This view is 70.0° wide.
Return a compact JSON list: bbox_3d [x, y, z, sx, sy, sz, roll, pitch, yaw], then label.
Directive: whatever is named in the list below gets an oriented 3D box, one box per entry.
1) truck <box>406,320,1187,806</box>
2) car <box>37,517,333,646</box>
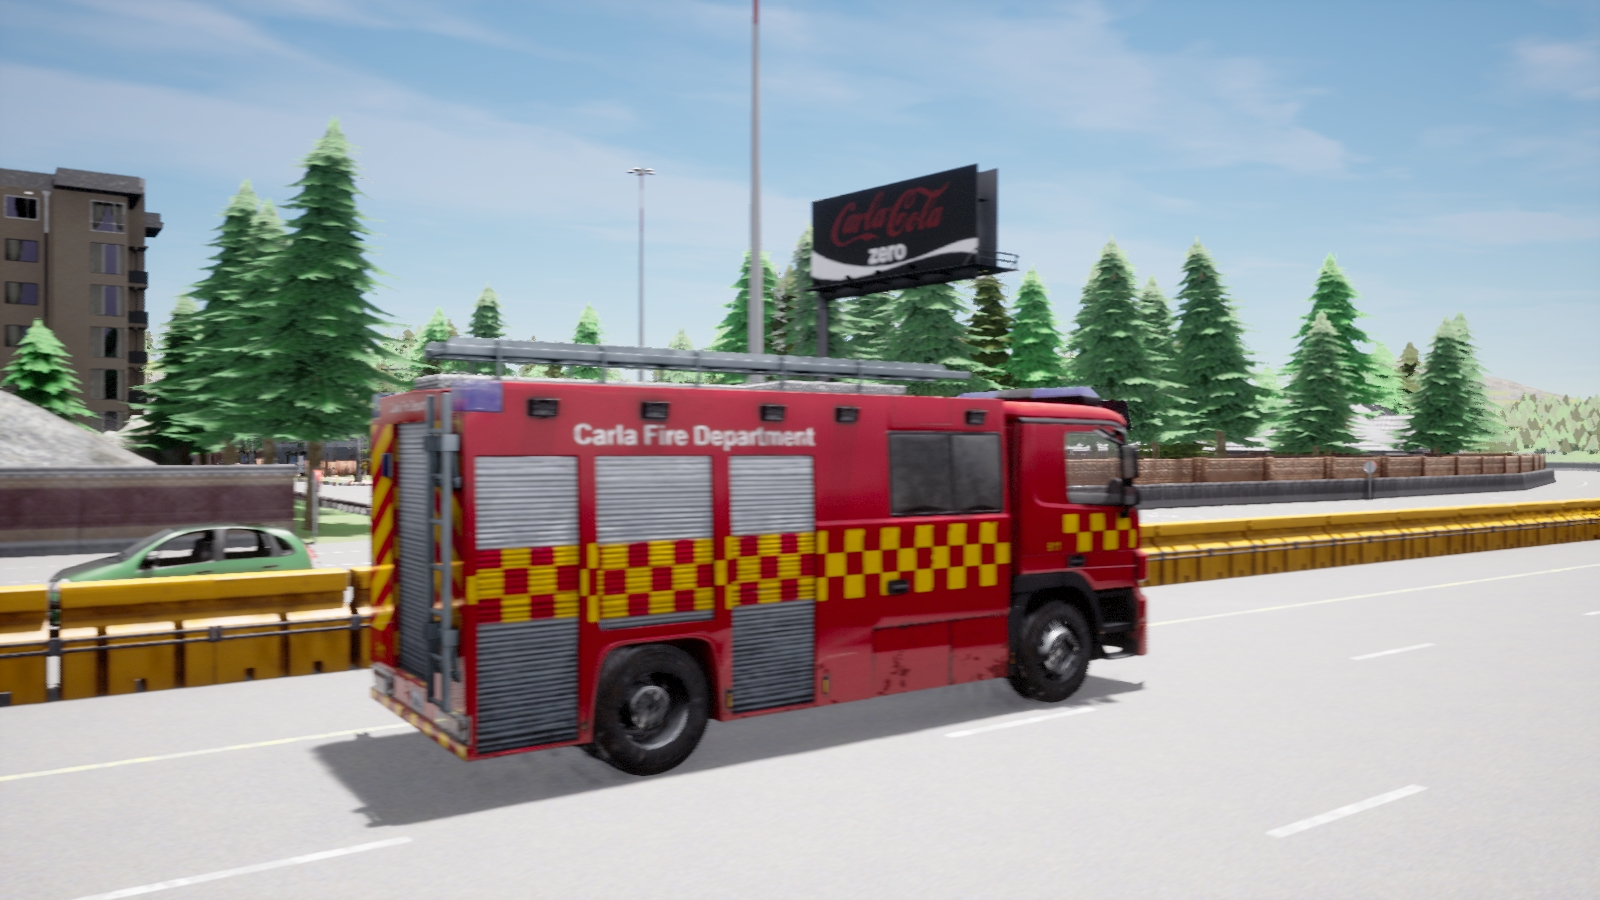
[{"bbox_3d":[0.385,0.895,12.601,8.468,3.827,2.891,0,0,-35],"label":"truck"},{"bbox_3d":[-9.805,2.000,18.303,3.988,1.617,1.851,0,0,-35],"label":"car"}]
